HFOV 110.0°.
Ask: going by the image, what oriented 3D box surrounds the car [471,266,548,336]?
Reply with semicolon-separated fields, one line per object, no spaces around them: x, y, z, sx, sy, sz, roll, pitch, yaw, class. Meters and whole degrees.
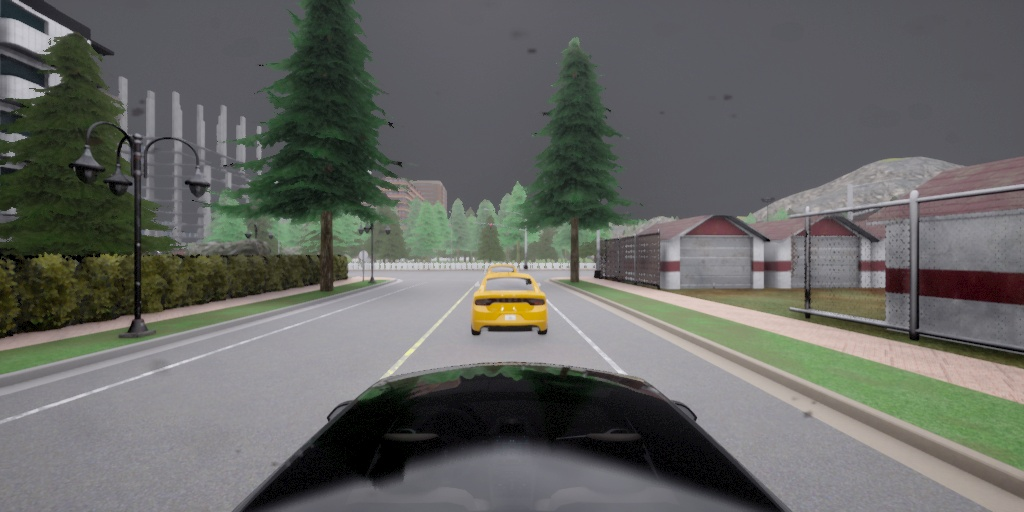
-0.112;1.224;10.494;1.882;1.535;5.008;0;0;-2;car
